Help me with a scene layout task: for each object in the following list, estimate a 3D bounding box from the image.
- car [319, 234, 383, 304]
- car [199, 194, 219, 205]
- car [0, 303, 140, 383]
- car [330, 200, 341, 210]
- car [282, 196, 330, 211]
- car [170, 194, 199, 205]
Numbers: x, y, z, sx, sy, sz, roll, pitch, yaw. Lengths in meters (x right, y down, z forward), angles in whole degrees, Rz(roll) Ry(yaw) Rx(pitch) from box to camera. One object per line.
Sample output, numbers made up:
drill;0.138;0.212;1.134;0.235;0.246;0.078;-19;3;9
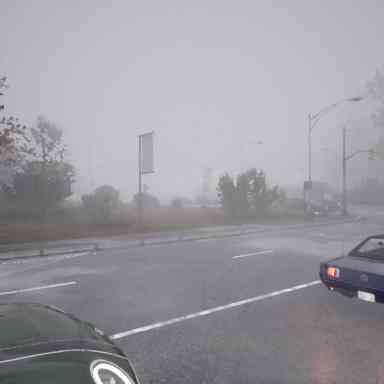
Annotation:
car;4.942;1.573;7.254;4.718;1.301;1.895;0;0;-35
car;2.353;1.117;53.120;2.097;1.767;4.553;-1;0;-39
car;-2.531;1.352;1.918;4.553;1.767;2.097;0;0;-36
car;14.461;1.247;37.959;2.128;1.511;4.902;-1;0;-39
car;11.740;1.291;35.726;1.837;1.490;4.892;-1;0;-38
car;-1.598;1.302;52.462;1.837;1.490;4.892;-1;0;-39
